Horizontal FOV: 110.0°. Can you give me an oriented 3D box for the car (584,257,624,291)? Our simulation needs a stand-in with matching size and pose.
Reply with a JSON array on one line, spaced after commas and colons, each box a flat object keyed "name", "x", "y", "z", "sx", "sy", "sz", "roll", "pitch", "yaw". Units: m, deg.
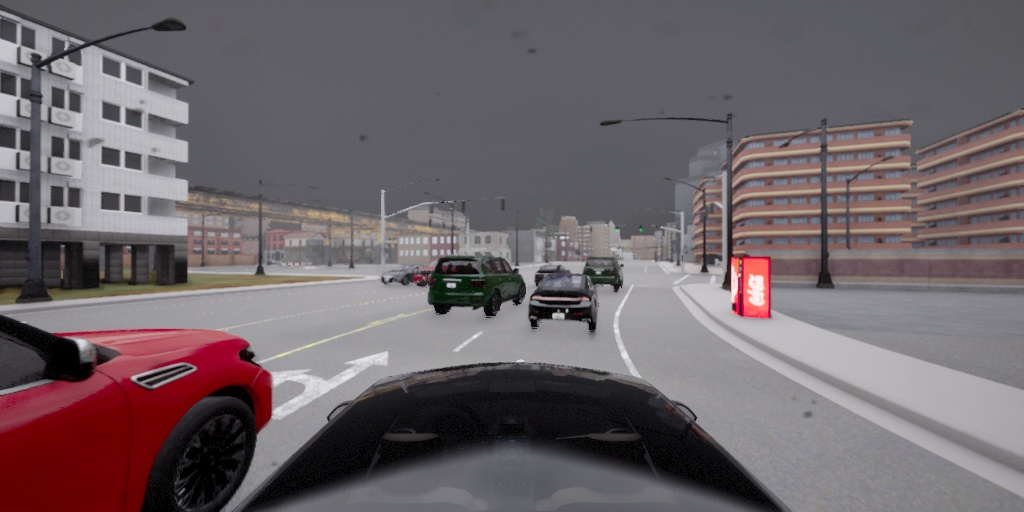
[{"name": "car", "x": 5.976, "y": 1.094, "z": 23.327, "sx": 2.150, "sy": 2.045, "sz": 5.566, "roll": 0, "pitch": -1, "yaw": 21}]

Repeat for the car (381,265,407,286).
[{"name": "car", "x": -7.730, "y": 1.378, "z": 26.958, "sx": 2.128, "sy": 1.511, "sz": 4.902, "roll": 0, "pitch": 0, "yaw": 21}]

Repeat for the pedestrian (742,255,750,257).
[{"name": "pedestrian", "x": 7.942, "y": 0.860, "z": 12.201, "sx": 0.375, "sy": 1.860, "sz": 0.375, "roll": 0, "pitch": 0, "yaw": 21}]

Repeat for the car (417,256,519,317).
[{"name": "car", "x": -1.114, "y": 1.036, "z": 13.776, "sx": 2.150, "sy": 2.045, "sz": 5.566, "roll": 0, "pitch": -1, "yaw": 17}]

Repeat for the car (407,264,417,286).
[{"name": "car", "x": -4.592, "y": 1.100, "z": 25.370, "sx": 2.150, "sy": 2.045, "sz": 5.566, "roll": 0, "pitch": -1, "yaw": 21}]

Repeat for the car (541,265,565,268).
[{"name": "car", "x": 2.982, "y": 1.373, "z": 25.347, "sx": 2.128, "sy": 1.511, "sz": 4.902, "roll": 0, "pitch": 0, "yaw": 20}]

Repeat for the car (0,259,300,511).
[{"name": "car", "x": -3.268, "y": 0.967, "z": 0.947, "sx": 2.150, "sy": 2.045, "sz": 5.566, "roll": 0, "pitch": 0, "yaw": -1}]

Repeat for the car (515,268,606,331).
[{"name": "car", "x": 1.780, "y": 1.297, "z": 11.332, "sx": 2.128, "sy": 1.511, "sz": 4.902, "roll": 0, "pitch": 0, "yaw": 15}]

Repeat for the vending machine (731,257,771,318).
[{"name": "vending machine", "x": 7.713, "y": 1.006, "z": 11.573, "sx": 1.100, "sy": 2.100, "sz": 0.880, "roll": 0, "pitch": 0, "yaw": 20}]
